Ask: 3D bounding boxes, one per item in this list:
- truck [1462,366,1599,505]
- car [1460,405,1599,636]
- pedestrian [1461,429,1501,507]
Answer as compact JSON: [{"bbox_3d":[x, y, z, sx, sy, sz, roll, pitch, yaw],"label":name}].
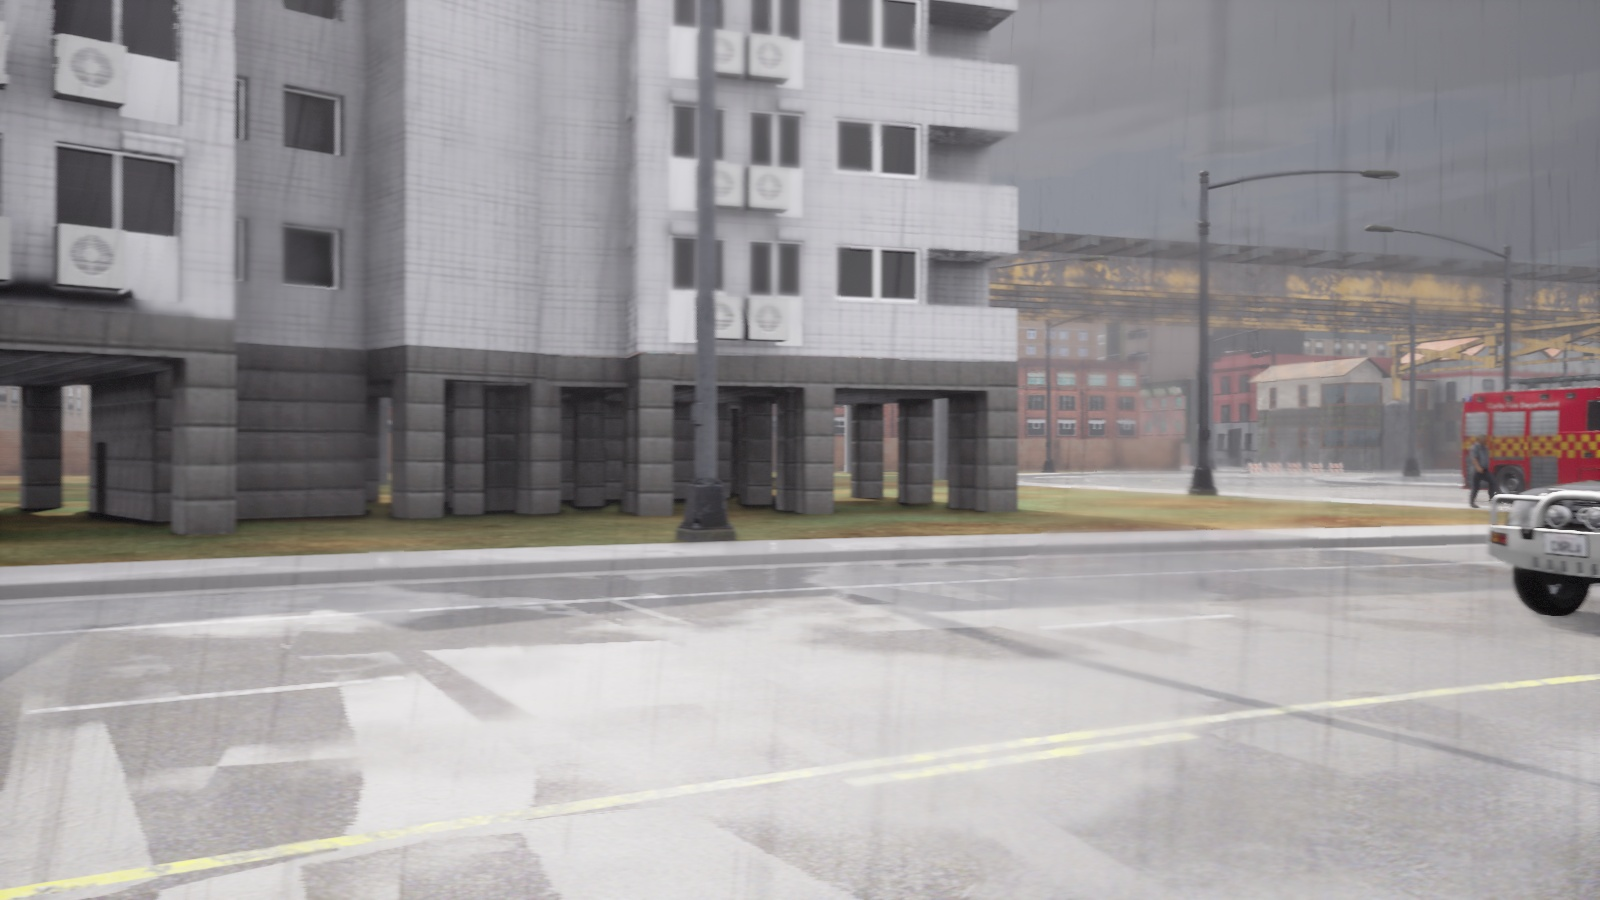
[{"bbox_3d":[23.303,-0.399,35.481,2.891,3.827,8.468,0,0,-19],"label":"truck"},{"bbox_3d":[8.495,0.566,11.219,4.605,1.855,1.932,0,0,-18],"label":"car"},{"bbox_3d":[16.418,0.429,30.291,0.540,1.848,0.694,0,0,-10],"label":"pedestrian"}]
